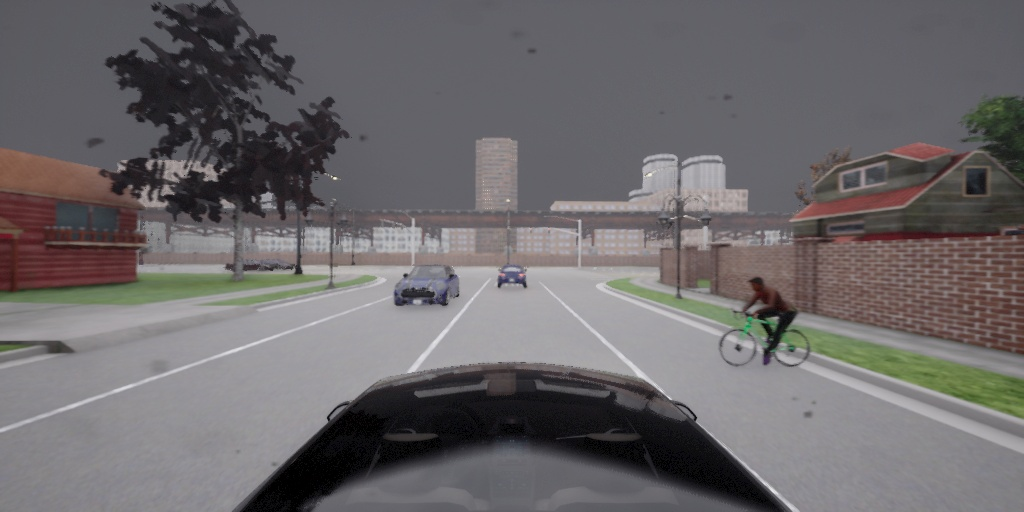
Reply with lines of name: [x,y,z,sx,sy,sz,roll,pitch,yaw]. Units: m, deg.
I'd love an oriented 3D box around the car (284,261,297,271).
car: [-29.104,1.065,43.987,5.357,1.411,2.033,0,0,2]

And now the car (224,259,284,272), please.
car: [-29.320,1.067,40.487,5.357,1.411,2.033,0,0,2]

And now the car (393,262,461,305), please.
car: [-3.542,1.129,15.651,2.097,1.767,4.553,0,0,0]

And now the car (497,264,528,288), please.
car: [0.032,1.258,23.444,1.812,1.442,4.674,0,0,1]

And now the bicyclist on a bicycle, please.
bicyclist on a bicycle: [4.549,1.192,6.454,1.656,1.620,0.582,1,0,0]
